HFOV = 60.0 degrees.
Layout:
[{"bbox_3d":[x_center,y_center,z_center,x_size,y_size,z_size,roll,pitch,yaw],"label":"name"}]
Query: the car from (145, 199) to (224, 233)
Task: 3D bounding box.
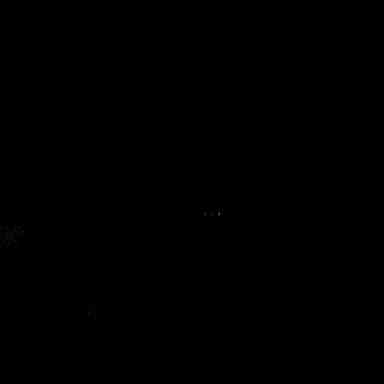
[{"bbox_3d":[-0.563,1.481,21.898,5.566,2.045,2.150,-1,-2,37],"label":"car"}]
